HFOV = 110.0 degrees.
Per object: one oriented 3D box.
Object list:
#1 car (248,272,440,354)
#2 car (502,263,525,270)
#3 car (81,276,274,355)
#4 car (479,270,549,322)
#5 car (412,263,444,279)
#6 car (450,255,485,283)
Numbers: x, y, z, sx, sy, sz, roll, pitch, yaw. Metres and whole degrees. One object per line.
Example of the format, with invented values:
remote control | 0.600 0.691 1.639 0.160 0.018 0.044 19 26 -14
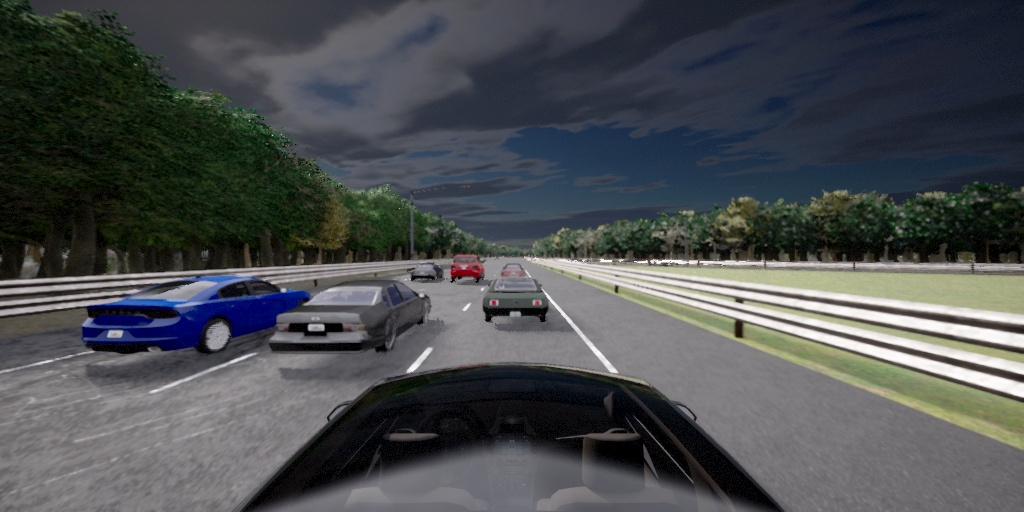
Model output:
car | -3.399 1.285 8.740 2.033 1.411 5.357 0 0 0
car | 0.110 1.271 29.495 1.994 1.385 4.181 0 0 0
car | -6.902 1.210 8.713 1.882 1.535 5.008 0 0 0
car | 0.103 1.331 12.224 1.895 1.301 4.718 0 0 0
car | -6.889 1.272 29.532 1.994 1.385 4.181 0 0 0
car | -3.390 0.931 27.979 2.150 2.045 5.566 0 0 0
